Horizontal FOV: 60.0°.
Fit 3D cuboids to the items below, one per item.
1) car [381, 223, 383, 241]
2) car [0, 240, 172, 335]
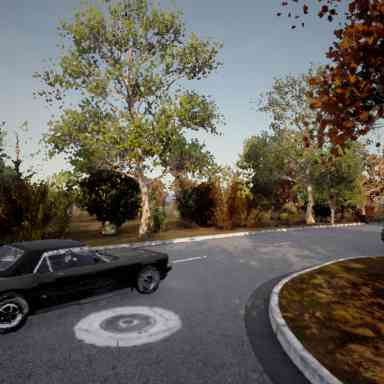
[{"bbox_3d":[11.592,1.812,14.789,5.566,2.045,2.150,2,0,8],"label":"car"},{"bbox_3d":[-2.654,1.657,6.921,1.895,1.301,4.718,-1,-2,43],"label":"car"}]
